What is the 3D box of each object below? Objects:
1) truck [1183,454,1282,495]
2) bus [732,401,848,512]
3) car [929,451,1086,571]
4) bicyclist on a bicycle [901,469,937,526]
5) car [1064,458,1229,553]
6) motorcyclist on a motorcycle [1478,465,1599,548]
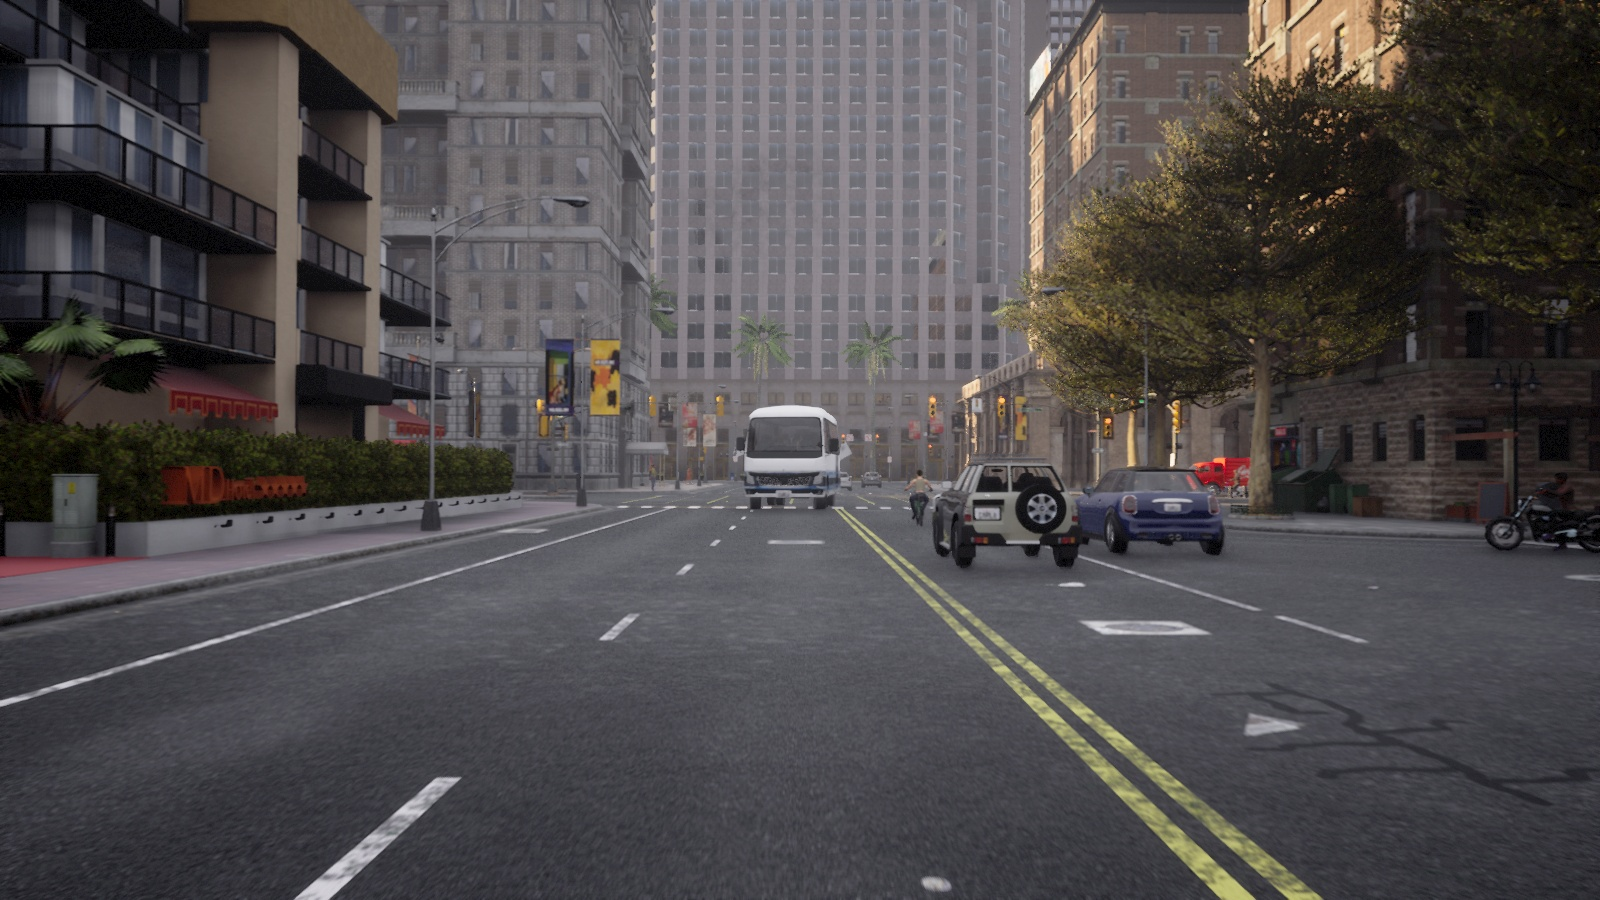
[{"bbox_3d":[26.546,1.516,77.205,5.204,2.467,2.627,0,-1,0],"label":"truck"},{"bbox_3d":[-0.207,0.336,53.571,3.944,4.253,10.273,-1,-1,5],"label":"bus"},{"bbox_3d":[3.446,0.982,21.751,1.932,1.855,4.605,0,-1,0],"label":"car"},{"bbox_3d":[3.416,1.341,36.046,0.866,1.612,1.509,0,-1,0],"label":"bicyclist on a bicycle"},{"bbox_3d":[6.936,1.075,25.682,2.097,1.767,4.553,0,-1,0],"label":"car"},{"bbox_3d":[15.113,1.129,25.380,2.350,1.649,0.766,-1,-1,18],"label":"motorcyclist on a motorcycle"}]
